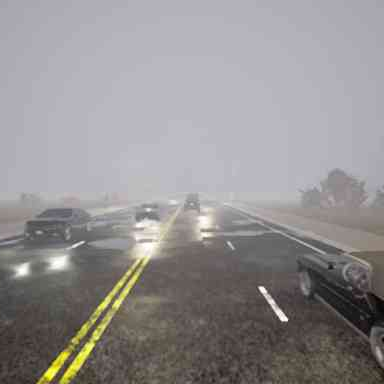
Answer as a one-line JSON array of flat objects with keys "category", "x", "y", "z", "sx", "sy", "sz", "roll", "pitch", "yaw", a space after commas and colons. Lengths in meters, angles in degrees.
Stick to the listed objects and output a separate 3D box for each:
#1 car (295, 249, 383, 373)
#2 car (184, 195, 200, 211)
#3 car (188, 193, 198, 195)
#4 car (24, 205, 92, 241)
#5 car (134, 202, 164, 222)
[{"category": "car", "x": 3.250, "y": 1.601, "z": 5.460, "sx": 1.895, "sy": 1.301, "sz": 4.718, "roll": 0, "pitch": 0, "yaw": 0}, {"category": "car", "x": 0.002, "y": 1.492, "z": 40.872, "sx": 2.163, "sy": 1.488, "sz": 4.792, "roll": 0, "pitch": 0, "yaw": 0}, {"category": "car", "x": 0.104, "y": 1.205, "z": 54.745, "sx": 2.150, "sy": 2.045, "sz": 5.566, "roll": 0, "pitch": 0, "yaw": 0}, {"category": "car", "x": -6.582, "y": 1.475, "z": 16.838, "sx": 1.882, "sy": 1.535, "sz": 5.008, "roll": 0, "pitch": 0, "yaw": 0}, {"category": "car", "x": -3.265, "y": 1.542, "z": 26.489, "sx": 2.033, "sy": 1.411, "sz": 5.357, "roll": 0, "pitch": 0, "yaw": 0}]
